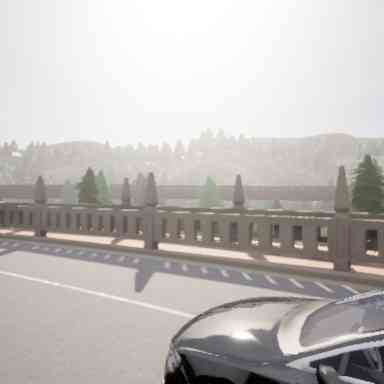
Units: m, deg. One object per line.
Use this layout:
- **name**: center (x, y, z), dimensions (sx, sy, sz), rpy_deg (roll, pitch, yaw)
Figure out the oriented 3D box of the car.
- **car**: center (1.968, 1.482, 2.382), dimensions (4.902, 1.511, 2.128), rpy_deg (0, 0, 35)
